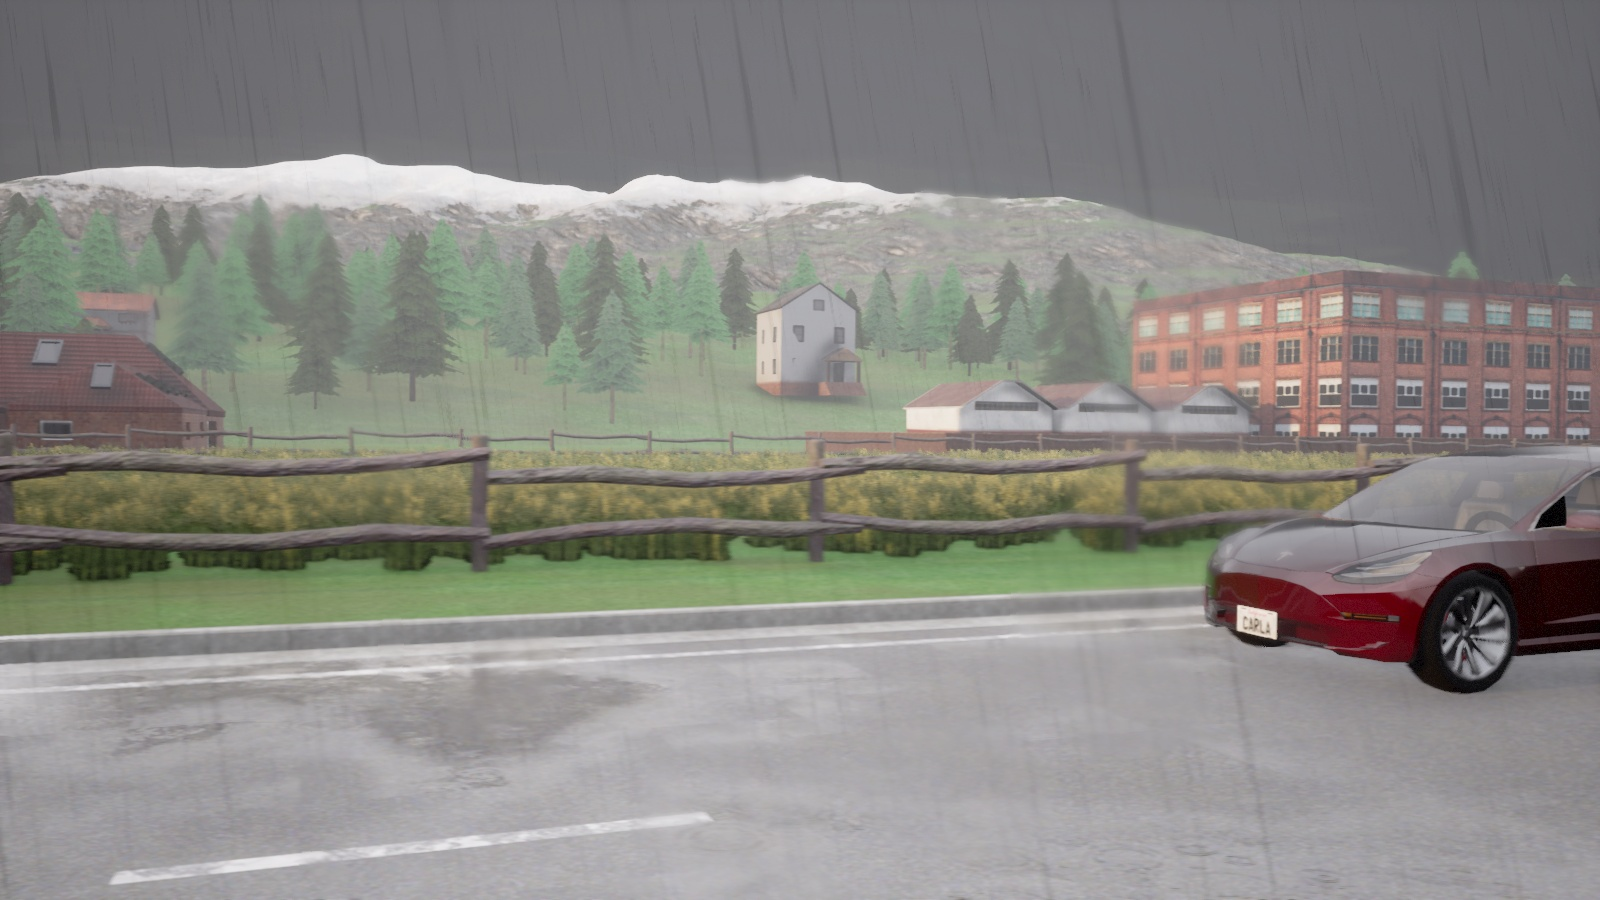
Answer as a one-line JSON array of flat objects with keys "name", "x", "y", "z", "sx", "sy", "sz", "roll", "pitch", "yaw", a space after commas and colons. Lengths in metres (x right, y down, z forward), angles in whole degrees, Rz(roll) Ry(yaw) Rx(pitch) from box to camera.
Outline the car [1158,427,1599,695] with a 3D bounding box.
[{"name": "car", "x": 5.230, "y": 0.595, "z": 8.968, "sx": 4.792, "sy": 1.488, "sz": 2.163, "roll": -1, "pitch": 1, "yaw": -21}]
